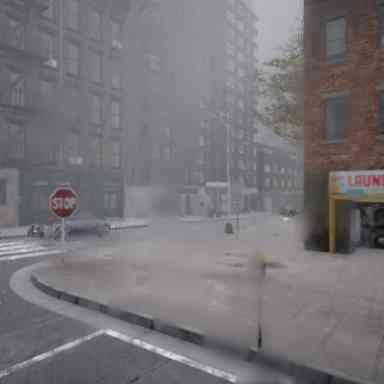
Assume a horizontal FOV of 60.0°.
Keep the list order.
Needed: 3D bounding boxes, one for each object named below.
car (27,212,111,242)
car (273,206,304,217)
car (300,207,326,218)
[{"bbox_3d":[-6.359,1.742,17.580,1.994,1.385,4.181,0,-1,36],"label":"car"},{"bbox_3d":[12.391,2.534,43.526,2.033,1.411,5.357,0,-1,36],"label":"car"},{"bbox_3d":[15.800,2.629,43.371,1.895,1.301,4.718,0,-1,36],"label":"car"}]
